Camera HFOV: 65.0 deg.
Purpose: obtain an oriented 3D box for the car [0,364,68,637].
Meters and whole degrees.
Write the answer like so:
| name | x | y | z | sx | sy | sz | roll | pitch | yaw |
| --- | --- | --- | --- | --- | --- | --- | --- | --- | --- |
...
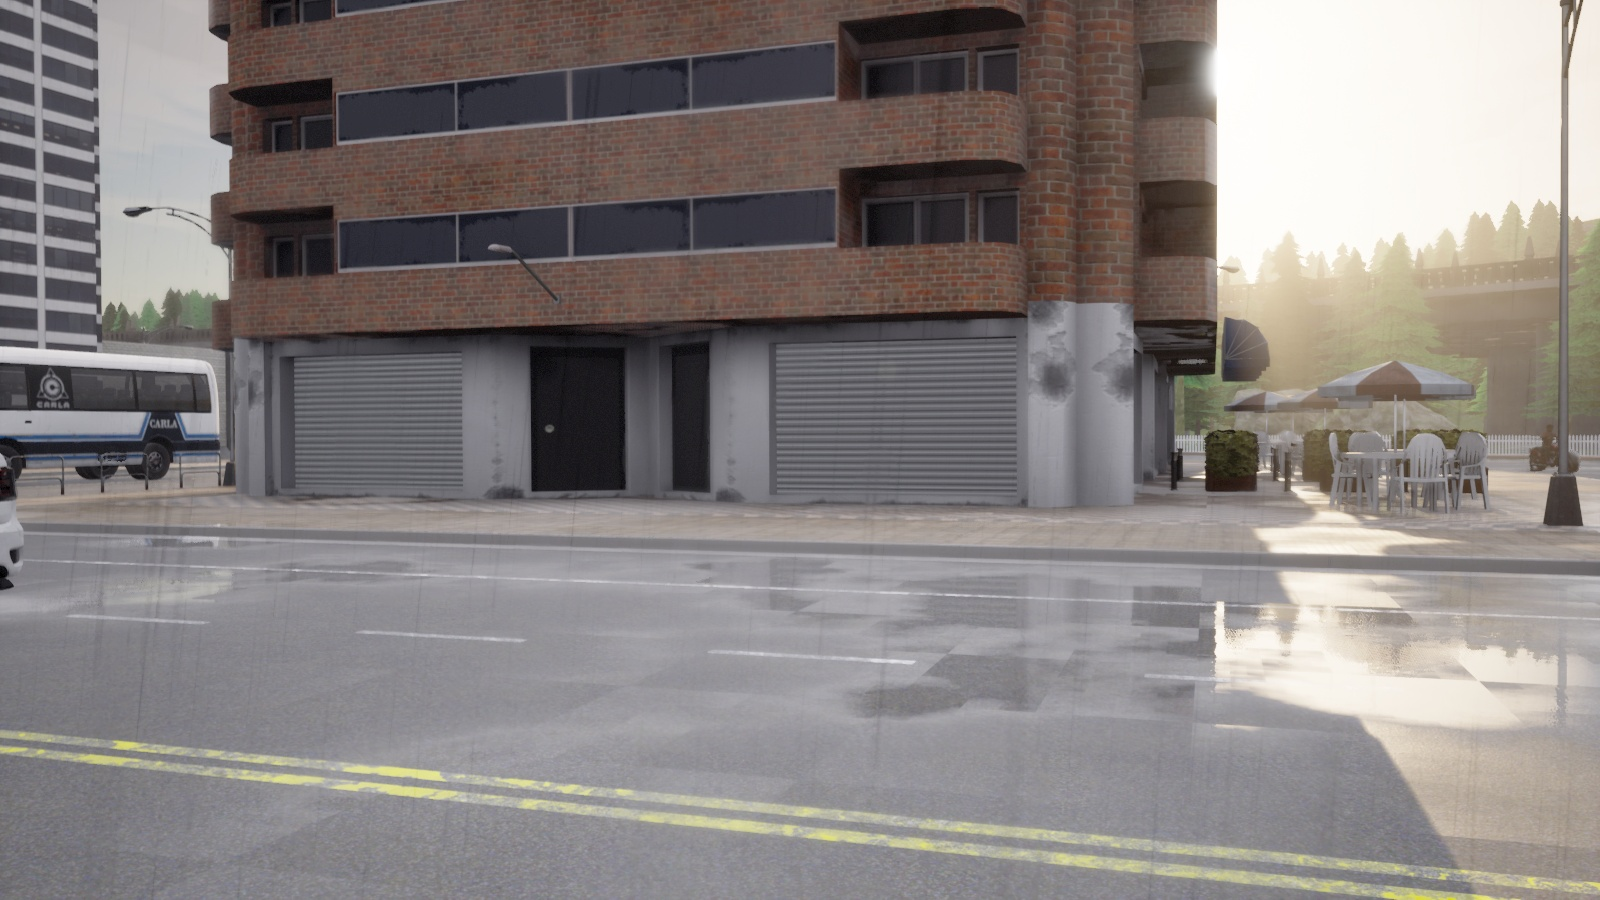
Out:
| name | x | y | z | sx | sy | sz | roll | pitch | yaw |
| --- | --- | --- | --- | --- | --- | --- | --- | --- | --- |
| car | -8.802 | 0.365 | 9.842 | 5.566 | 2.045 | 2.150 | 0 | 1 | 19 |

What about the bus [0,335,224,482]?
| name | x | y | z | sx | sy | sz | roll | pitch | yaw |
| --- | --- | --- | --- | --- | --- | --- | --- | --- | --- |
| bus | -23.919 | -1.256 | 40.284 | 3.944 | 4.253 | 10.273 | 0 | 1 | 18 |

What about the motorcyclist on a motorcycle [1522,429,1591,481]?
| name | x | y | z | sx | sy | sz | roll | pitch | yaw |
| --- | --- | --- | --- | --- | --- | --- | --- | --- | --- |
| motorcyclist on a motorcycle | 24.795 | 0.147 | 41.211 | 0.766 | 1.649 | 2.350 | 0 | 1 | -3 |
